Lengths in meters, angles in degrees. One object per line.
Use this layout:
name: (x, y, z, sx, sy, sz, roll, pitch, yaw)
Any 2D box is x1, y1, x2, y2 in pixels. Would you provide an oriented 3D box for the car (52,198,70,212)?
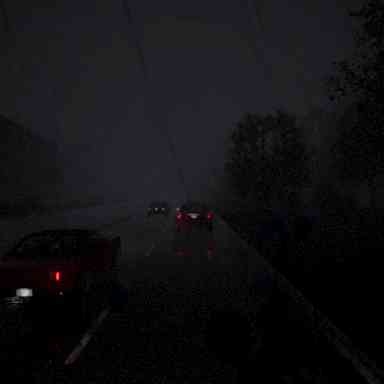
car: (-15.444, 1.468, 35.865, 2.097, 1.535, 5.008, 0, 0, 0)

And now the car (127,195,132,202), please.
car: (-15.510, 1.521, 74.632, 2.163, 1.488, 4.792, 0, 0, 0)

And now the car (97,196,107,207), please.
car: (-15.471, 1.352, 52.467, 2.185, 1.767, 4.553, 0, 0, 0)

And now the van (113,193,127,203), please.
van: (-15.499, 1.262, 69.020, 1.878, 1.987, 4.442, 0, 0, 0)

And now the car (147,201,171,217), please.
car: (-3.125, 1.560, 31.751, 2.033, 1.411, 5.357, 0, 0, 0)

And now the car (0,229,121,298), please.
car: (-3.144, 1.604, 8.483, 1.895, 1.301, 4.718, 0, 0, 0)

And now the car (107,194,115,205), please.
car: (-15.481, 1.521, 58.089, 2.002, 1.452, 4.674, 0, 0, 0)

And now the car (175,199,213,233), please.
car: (0.115, 1.360, 20.034, 2.097, 1.767, 4.553, 0, 0, 0)

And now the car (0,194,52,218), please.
car: (-15.434, 1.213, 30.432, 2.435, 2.045, 5.566, 0, 0, 0)

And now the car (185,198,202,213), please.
car: (0.129, 1.520, 38.166, 1.837, 1.490, 4.892, 0, 0, 0)

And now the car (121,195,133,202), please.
car: (-15.536, 1.535, 80.128, 2.002, 1.452, 4.674, -2, 0, 0)

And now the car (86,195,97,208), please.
car: (-15.462, 1.349, 46.942, 2.185, 1.767, 4.553, 0, 0, 0)

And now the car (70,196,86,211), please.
car: (-15.453, 1.472, 41.391, 2.231, 1.521, 4.892, 0, 0, 0)
